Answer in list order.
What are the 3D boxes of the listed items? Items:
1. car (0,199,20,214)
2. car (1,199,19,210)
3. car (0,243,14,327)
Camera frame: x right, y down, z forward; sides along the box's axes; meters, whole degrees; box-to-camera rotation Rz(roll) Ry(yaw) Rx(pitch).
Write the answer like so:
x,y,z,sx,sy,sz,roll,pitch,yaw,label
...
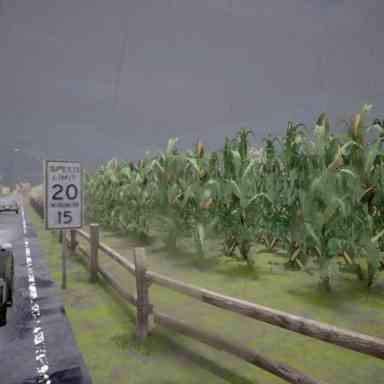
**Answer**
x,y,z,sx,sy,sz,roll,pitch,yaw,label
-19.051,1.535,34.573,2.033,1.411,5.357,0,0,-27,car
-23.648,1.587,43.349,1.895,1.301,4.718,0,0,-27,car
-4.598,1.561,6.466,1.994,1.385,4.181,0,0,-27,car
